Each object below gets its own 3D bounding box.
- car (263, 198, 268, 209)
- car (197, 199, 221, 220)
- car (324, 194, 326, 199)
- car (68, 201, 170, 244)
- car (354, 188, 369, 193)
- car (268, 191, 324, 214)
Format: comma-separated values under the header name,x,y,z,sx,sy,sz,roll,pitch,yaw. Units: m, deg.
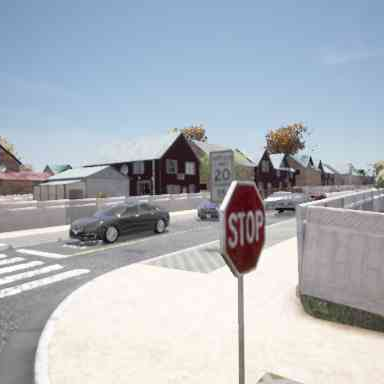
name,x,y,z,sx,sy,sz,roll,pitch,yaw
car,7.936,0.729,29.817,1.812,1.442,4.674,-1,1,36
car,2.265,0.818,21.819,2.097,1.767,4.553,-1,1,35
car,13.903,0.530,38.183,1.895,1.301,4.718,-1,1,36
car,-2.960,1.214,14.437,1.837,1.490,4.892,-1,1,35
car,25.847,0.036,50.018,1.895,1.301,4.718,-1,1,35
car,7.819,0.807,24.547,2.033,1.411,5.357,-1,1,35
